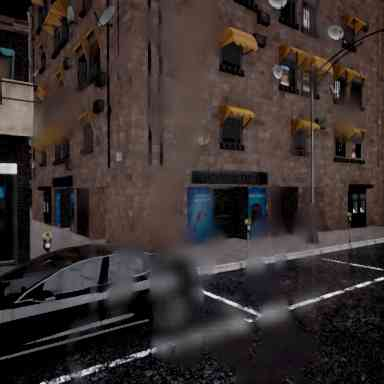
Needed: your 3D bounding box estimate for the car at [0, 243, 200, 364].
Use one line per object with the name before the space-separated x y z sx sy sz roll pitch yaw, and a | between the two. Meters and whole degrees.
car | -1.852 1.566 5.244 4.313 1.339 1.947 0 0 -36
